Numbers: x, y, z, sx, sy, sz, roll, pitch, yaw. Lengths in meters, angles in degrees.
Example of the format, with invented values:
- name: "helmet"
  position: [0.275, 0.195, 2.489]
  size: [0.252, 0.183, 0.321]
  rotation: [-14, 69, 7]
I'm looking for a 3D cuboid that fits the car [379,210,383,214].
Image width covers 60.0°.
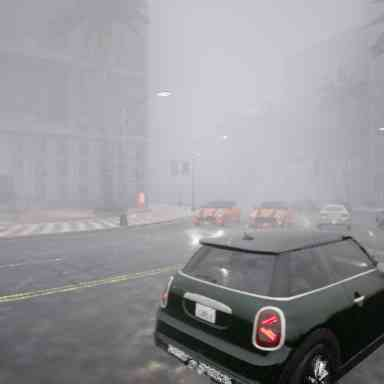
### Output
- name: "car"
  position: [11.994, 1.555, 19.296]
  size: [1.994, 1.385, 4.181]
  rotation: [0, 0, 23]

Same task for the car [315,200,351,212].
- name: "car"
  position: [9.162, 1.512, 21.585]
  size: [1.812, 1.442, 4.674]
  rotation: [0, 0, 21]

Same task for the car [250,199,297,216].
- name: "car"
  position: [5.189, 1.336, 21.411]
  size: [2.097, 1.767, 4.553]
  rotation: [0, 0, 24]

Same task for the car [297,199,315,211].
- name: "car"
  position: [11.885, 1.468, 36.139]
  size: [2.128, 1.511, 4.902]
  rotation: [0, 0, 1]

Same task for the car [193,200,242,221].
- name: "car"
  position: [1.808, 1.334, 22.401]
  size: [2.097, 1.767, 4.553]
  rotation: [0, 0, 25]

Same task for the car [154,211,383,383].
- name: "car"
  position: [1.724, 1.348, 5.069]
  size: [4.553, 1.767, 2.097]
  rotation: [0, 0, -42]
